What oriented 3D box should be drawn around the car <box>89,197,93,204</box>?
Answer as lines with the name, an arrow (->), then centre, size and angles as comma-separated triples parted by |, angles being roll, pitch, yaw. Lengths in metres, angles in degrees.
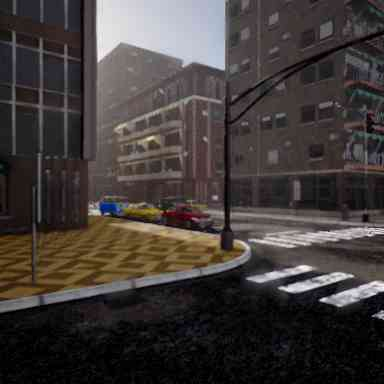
car -> -20.049, 1.428, 62.599 | 1.752, 1.417, 4.829 | 0, 0, -36

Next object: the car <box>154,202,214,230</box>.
car -> -0.380, 1.516, 20.746 | 1.802, 1.307, 4.206 | 0, 0, -36

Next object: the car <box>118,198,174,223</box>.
car -> -3.578, 1.448, 25.211 | 1.752, 1.417, 4.829 | 0, 0, -36

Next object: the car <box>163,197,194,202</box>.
car -> -2.201, 1.288, 33.231 | 2.097, 1.767, 4.553 | 0, 0, -36

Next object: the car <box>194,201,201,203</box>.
car -> -0.261, 1.470, 34.972 | 1.752, 1.417, 4.829 | 0, 0, -36

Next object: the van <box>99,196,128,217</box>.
van -> -6.974, 1.255, 29.955 | 1.690, 1.788, 3.998 | 0, 0, -36
